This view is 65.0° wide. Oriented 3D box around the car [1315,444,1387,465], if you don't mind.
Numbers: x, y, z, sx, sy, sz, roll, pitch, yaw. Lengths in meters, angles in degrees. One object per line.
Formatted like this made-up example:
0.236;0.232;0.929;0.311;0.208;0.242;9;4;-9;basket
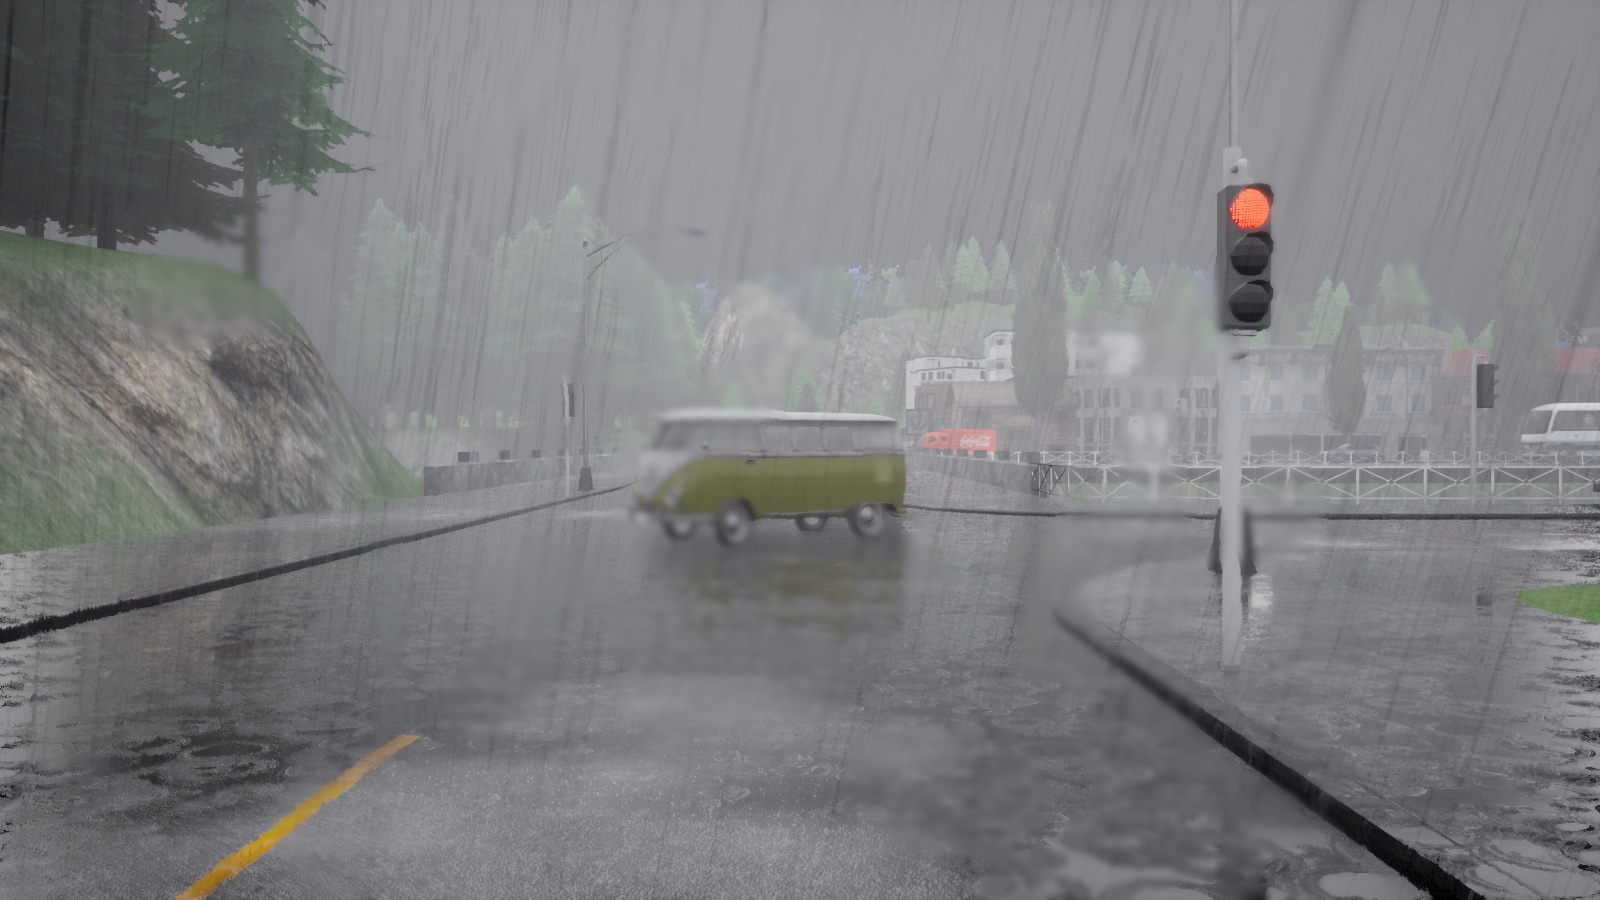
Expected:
38.534;0.295;87.890;4.193;1.474;1.816;0;0;0;car

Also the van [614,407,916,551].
-0.460;0.390;19.300;4.442;1.987;1.775;0;0;-37;van

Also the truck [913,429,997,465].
10.791;-0.217;87.442;5.204;2.467;2.627;1;0;-11;truck
